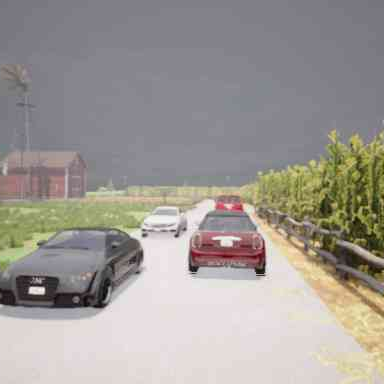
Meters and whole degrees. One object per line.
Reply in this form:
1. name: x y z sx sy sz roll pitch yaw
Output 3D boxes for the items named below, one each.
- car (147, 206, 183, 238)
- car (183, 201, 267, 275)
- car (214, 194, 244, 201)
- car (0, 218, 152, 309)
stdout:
1. car: -1.339 1.490 17.819 1.812 1.442 4.674 1 0 7
2. car: 1.135 1.347 10.709 2.097 1.767 4.553 1 0 6
3. car: 2.889 1.211 26.055 2.150 2.045 5.566 1 0 6
4. car: -2.482 1.531 7.770 1.994 1.385 4.181 1 0 6
